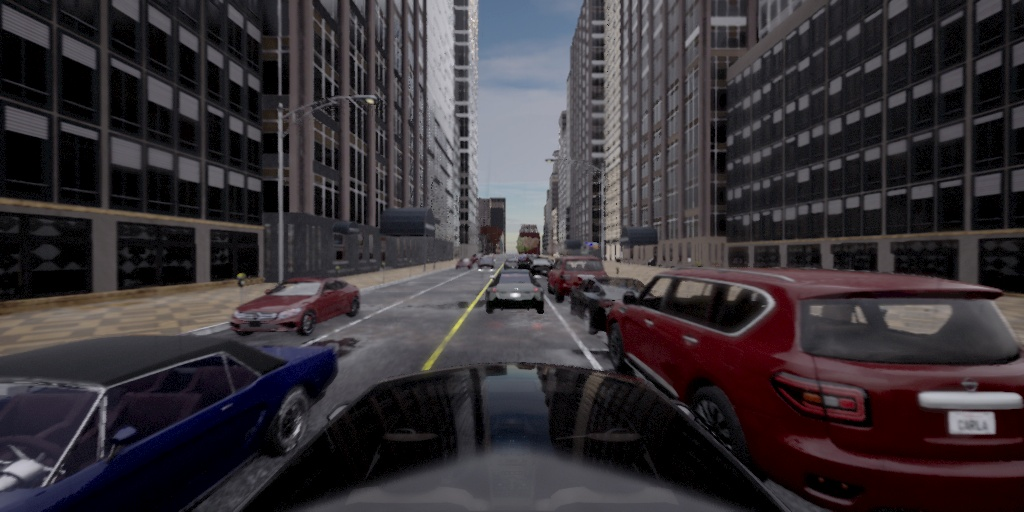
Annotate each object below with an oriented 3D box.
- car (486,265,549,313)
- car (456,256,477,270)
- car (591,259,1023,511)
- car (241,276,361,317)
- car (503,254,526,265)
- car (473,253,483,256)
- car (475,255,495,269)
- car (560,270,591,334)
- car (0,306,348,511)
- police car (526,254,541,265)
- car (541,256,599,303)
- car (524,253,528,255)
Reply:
[{"bbox_3d":[0.101,1.195,13.435,1.994,1.385,4.181,0,1,0],"label":"car"},{"bbox_3d":[-5.682,0.909,43.273,1.802,1.307,4.207,0,0,0],"label":"car"},{"bbox_3d":[2.692,1.037,4.500,2.192,1.841,5.009,0,0,0],"label":"car"},{"bbox_3d":[-5.687,1.247,10.039,1.802,1.307,4.207,0,0,0],"label":"car"},{"bbox_3d":[0.106,0.880,37.291,2.128,1.511,4.902,0,1,0],"label":"car"},{"bbox_3d":[-5.680,0.471,59.890,2.192,1.841,5.009,0,0,0],"label":"car"},{"bbox_3d":[-3.080,0.867,43.955,2.033,1.411,5.357,0,1,0],"label":"car"},{"bbox_3d":[2.693,1.231,10.039,1.948,1.339,4.313,0,0,0],"label":"car"},{"bbox_3d":[-3.100,1.345,2.261,1.895,1.301,4.718,0,1,0],"label":"car"},{"bbox_3d":[2.372,0.901,28.699,1.930,1.638,5.238,0,1,0],"label":"police car"},{"bbox_3d":[2.694,0.924,15.578,2.192,1.841,5.009,0,0,0],"label":"car"},{"bbox_3d":[2.699,0.585,48.812,2.192,1.841,5.009,0,0,0],"label":"car"}]
